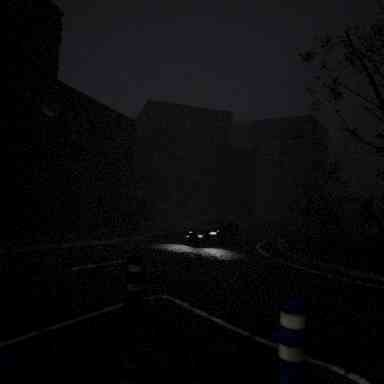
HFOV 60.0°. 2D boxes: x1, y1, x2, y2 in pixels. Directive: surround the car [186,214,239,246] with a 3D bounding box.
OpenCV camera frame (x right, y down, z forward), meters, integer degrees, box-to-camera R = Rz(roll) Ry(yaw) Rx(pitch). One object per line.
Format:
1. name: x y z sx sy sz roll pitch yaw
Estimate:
1. car: 1.258 1.959 18.046 1.837 1.490 4.892 0 -2 21
